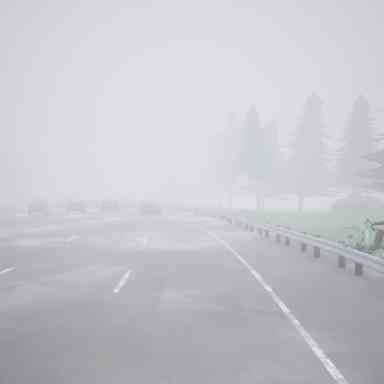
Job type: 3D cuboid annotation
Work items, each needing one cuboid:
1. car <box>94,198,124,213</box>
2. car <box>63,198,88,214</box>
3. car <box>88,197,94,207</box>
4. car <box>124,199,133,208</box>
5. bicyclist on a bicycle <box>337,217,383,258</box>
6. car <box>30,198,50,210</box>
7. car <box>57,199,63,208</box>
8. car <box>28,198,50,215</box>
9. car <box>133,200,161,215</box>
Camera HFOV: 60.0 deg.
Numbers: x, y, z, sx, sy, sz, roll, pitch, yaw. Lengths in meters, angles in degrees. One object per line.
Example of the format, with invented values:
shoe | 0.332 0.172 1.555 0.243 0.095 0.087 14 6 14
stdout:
car | -9.484 1.490 37.591 2.128 1.511 4.902 0 0 -21
car | -12.750 1.477 36.312 1.882 1.535 5.008 0 0 -22
car | -15.075 1.524 49.195 1.812 1.442 4.674 0 0 -29
car | -8.751 1.600 44.572 1.895 1.301 4.718 0 0 -25
bicyclist on a bicycle | 4.945 1.187 8.838 1.620 0.582 1.656 -37 43 -9
car | -20.201 1.546 44.088 2.033 1.411 5.357 0 0 -29
car | -17.874 1.599 47.082 1.895 1.301 4.718 0 0 -29
car | -15.589 1.547 33.950 2.033 1.411 5.357 0 0 -21
car | -4.423 1.563 33.565 1.994 1.385 4.181 0 0 -16
